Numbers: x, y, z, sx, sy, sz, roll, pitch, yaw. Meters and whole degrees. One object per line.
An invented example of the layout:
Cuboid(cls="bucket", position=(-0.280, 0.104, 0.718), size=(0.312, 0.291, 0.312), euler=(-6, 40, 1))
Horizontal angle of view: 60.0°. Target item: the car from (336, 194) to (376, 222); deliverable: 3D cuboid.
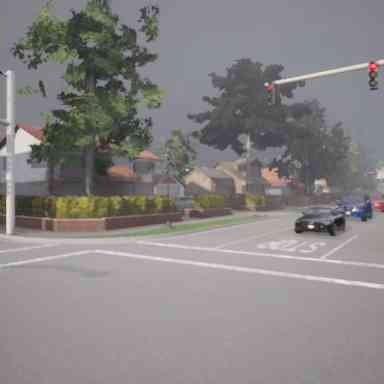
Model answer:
Cuboid(cls="car", position=(13.173, 1.217, 27.021), size=(2.150, 2.045, 5.566), euler=(0, 0, 35))

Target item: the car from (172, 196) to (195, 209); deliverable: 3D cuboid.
Cuboid(cls="car", position=(-0.541, 1.151, 36.711), size=(3.806, 1.475, 1.970), euler=(0, 0, 36))

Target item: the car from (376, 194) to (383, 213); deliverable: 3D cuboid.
Cuboid(cls="car", position=(20.759, 1.214, 37.825), size=(2.150, 2.045, 5.566), euler=(0, 0, 35))

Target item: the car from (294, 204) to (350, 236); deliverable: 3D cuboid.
Cuboid(cls="car", position=(7.125, 1.560, 18.397), size=(1.994, 1.385, 4.181), euler=(0, 0, 35))
